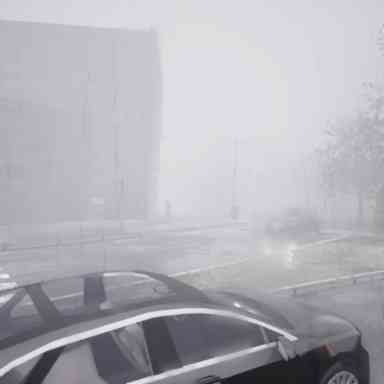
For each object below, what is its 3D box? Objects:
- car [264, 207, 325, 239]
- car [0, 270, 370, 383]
[{"bbox_3d":[5.691,1.599,18.113,2.128,1.511,4.902,1,-1,40],"label":"car"},{"bbox_3d":[-0.410,1.496,2.886,4.902,1.511,2.128,1,0,-33],"label":"car"}]
